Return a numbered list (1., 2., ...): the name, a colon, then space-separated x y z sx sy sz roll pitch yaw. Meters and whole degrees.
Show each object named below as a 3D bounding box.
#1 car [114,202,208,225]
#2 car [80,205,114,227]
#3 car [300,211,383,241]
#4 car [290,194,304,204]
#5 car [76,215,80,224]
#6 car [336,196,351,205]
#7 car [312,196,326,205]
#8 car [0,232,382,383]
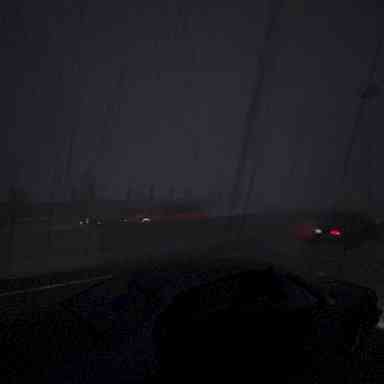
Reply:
1. car: -1.254 1.337 16.799 4.553 1.767 2.097 0 0 -42
2. car: -3.385 1.542 19.481 5.357 1.411 2.033 0 0 -41
3. car: 6.478 1.492 14.043 5.357 1.411 2.033 0 0 -44
4. car: 17.901 1.171 56.436 2.097 1.767 4.553 0 0 21
5. car: -5.006 1.547 22.712 5.357 1.411 2.033 0 0 -42
6. car: 23.453 1.357 51.539 1.994 1.385 4.181 0 0 23
7. car: 20.303 1.335 53.054 1.812 1.442 4.674 0 0 23
8. car: 0.314 1.541 4.167 5.357 1.411 2.033 0 0 -38
